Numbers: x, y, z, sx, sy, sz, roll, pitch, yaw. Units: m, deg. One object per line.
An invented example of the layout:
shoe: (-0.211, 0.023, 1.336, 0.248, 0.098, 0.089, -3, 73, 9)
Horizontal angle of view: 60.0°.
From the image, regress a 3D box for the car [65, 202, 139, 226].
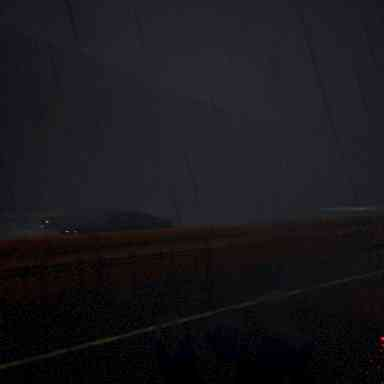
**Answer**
car: (-6.624, 1.570, 24.795, 5.008, 1.535, 1.882, 1, 0, -33)

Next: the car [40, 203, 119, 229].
car: (-6.463, 1.617, 20.739, 5.357, 1.411, 2.033, 1, 0, -34)

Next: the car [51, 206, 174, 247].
car: (-3.163, 1.537, 14.482, 5.008, 1.535, 1.882, 1, 0, -34)
